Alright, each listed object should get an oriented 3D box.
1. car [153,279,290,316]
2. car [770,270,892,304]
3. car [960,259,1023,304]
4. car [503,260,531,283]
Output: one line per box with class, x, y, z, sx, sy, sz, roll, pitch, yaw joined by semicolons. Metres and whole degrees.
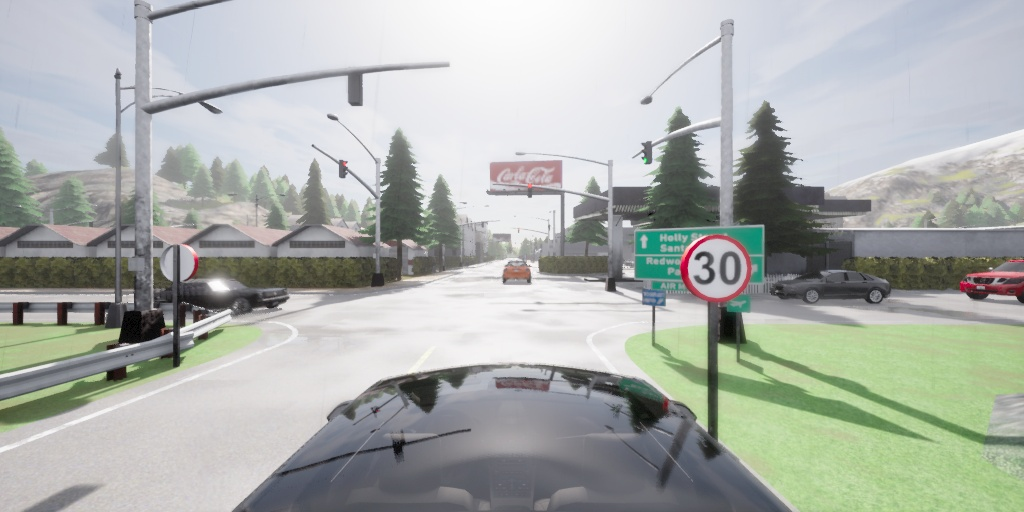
car;-11.470;1.542;13.992;4.718;1.301;1.895;0;0;-1
car;15.207;1.446;17.262;4.892;1.490;1.837;0;0;1
car;25.177;1.163;17.127;5.566;2.045;2.150;0;0;0
car;0.421;1.101;28.461;2.097;1.767;4.553;0;0;2
